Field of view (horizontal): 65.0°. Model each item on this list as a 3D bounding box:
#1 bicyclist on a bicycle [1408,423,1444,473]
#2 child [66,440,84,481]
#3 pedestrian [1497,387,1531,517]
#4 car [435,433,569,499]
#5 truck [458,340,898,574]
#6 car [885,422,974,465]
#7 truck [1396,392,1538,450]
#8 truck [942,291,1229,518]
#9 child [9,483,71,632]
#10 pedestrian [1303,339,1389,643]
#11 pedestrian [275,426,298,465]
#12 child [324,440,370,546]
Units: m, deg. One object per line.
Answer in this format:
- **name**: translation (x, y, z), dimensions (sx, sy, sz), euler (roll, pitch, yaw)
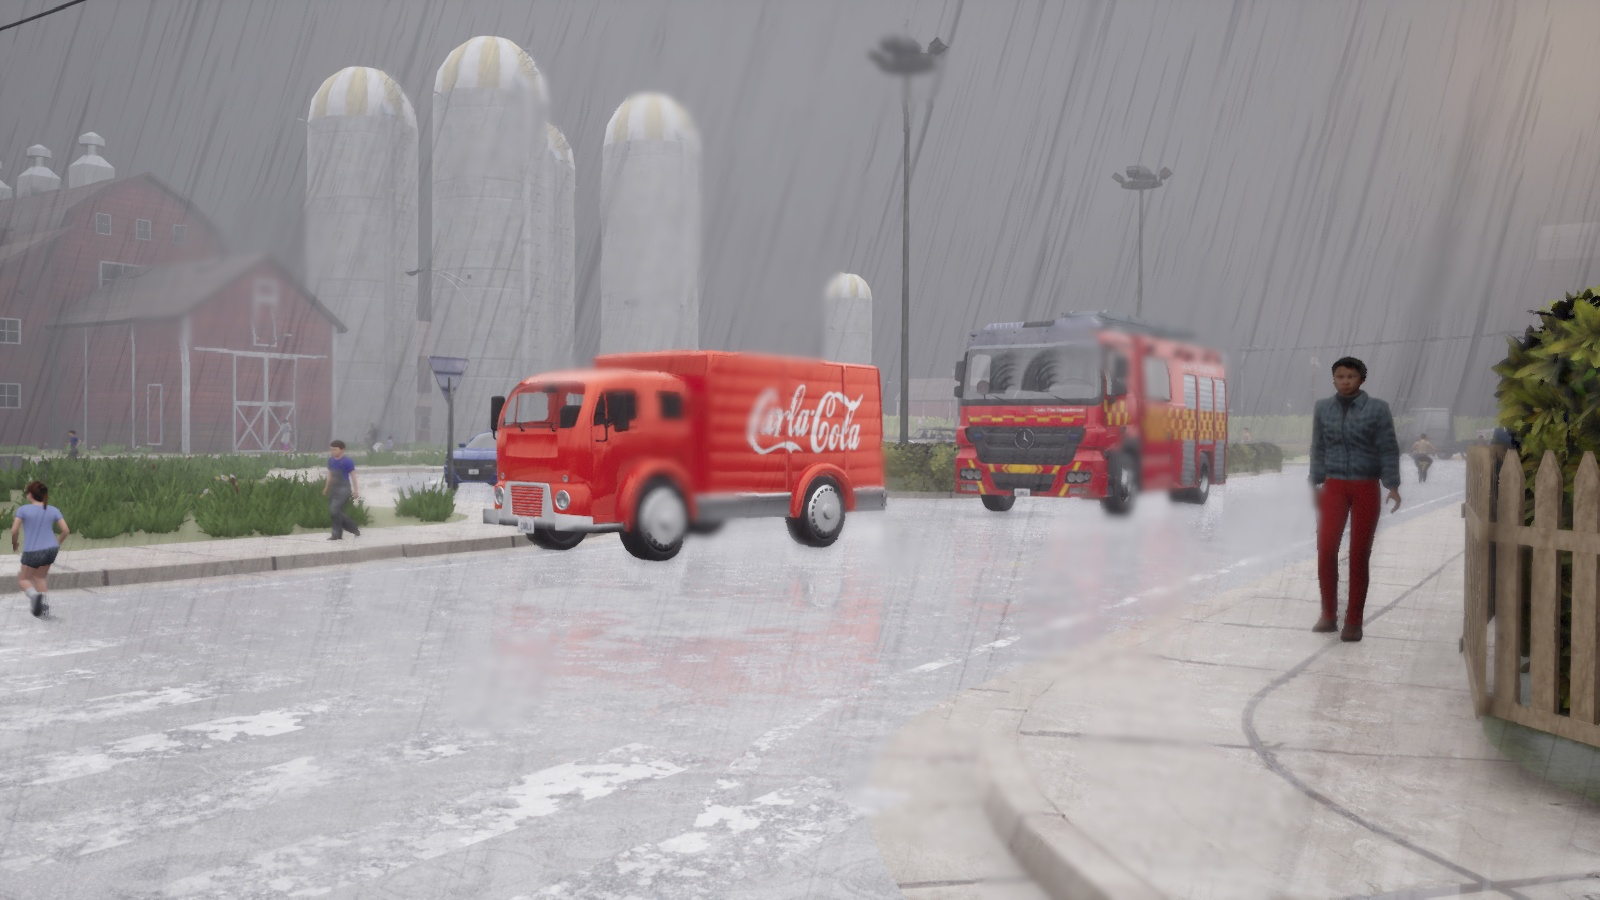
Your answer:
- **bicyclist on a bicycle**: translation (20.413, -0.076, 40.965), dimensions (0.866, 1.612, 1.509), euler (0, 1, 34)
- **child**: translation (-22.870, 0.333, 39.612), dimensions (0.437, 1.263, 0.270), euler (-1, 1, -37)
- **pedestrian**: translation (10.982, 0.024, 19.302), dimensions (0.423, 1.949, 0.788), euler (0, 1, 32)
- **car**: translation (-7.476, 0.339, 32.053), dimensions (1.882, 1.535, 5.008), euler (0, 1, 5)
- **truck**: translation (-1.366, 0.040, 16.061), dimensions (2.627, 2.467, 5.204), euler (0, 1, 41)
- **car**: translation (5.890, -0.279, 56.828), dimensions (1.932, 1.855, 4.605), euler (0, 0, 36)
- **truck**: translation (42.053, -1.772, 79.488), dimensions (2.891, 3.462, 7.936), euler (-1, 1, -23)
- **truck**: translation (6.125, -0.838, 25.572), dimensions (2.891, 3.827, 8.468), euler (0, 1, 33)
- **child**: translation (-5.879, 0.817, 9.717), dimensions (0.394, 1.110, 0.255), euler (0, 1, 35)
- **pedestrian**: translation (3.479, 0.246, 7.988), dimensions (0.353, 1.847, 0.614), euler (0, 1, 38)
- **pedestrian**: translation (-26.079, -0.247, 63.746), dimensions (0.873, 1.952, 0.659), euler (-1, 1, -40)
- **child**: translation (-5.473, 0.509, 15.170), dimensions (0.270, 1.263, 0.437), euler (0, 1, 27)
